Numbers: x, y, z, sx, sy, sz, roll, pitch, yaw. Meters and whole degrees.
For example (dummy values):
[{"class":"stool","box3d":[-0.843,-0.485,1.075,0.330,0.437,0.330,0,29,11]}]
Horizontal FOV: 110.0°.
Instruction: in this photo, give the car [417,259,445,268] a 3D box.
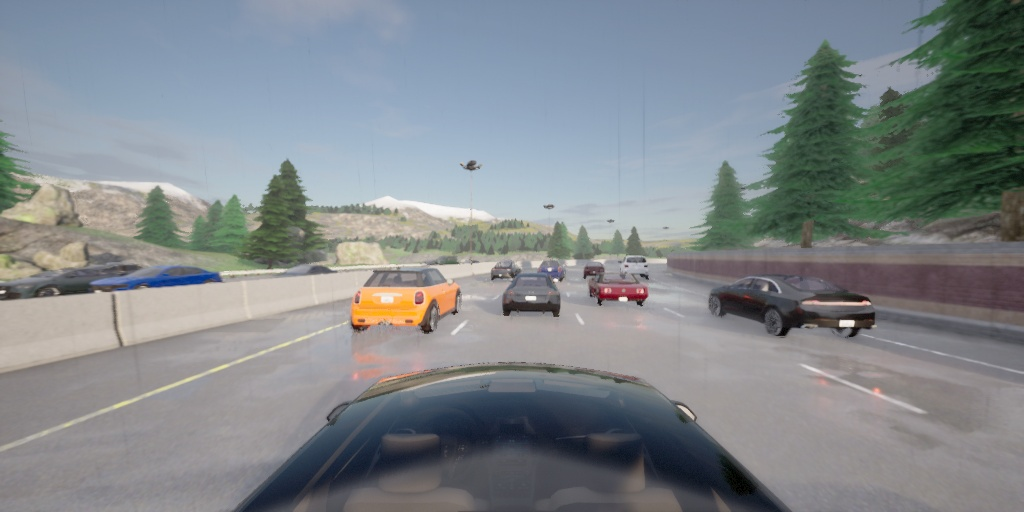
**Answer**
[{"class":"car","box3d":[-13.391,1.226,59.819,2.128,1.511,4.902,0,0,22]}]

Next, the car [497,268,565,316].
[{"class":"car","box3d":[0.783,1.321,13.485,1.994,1.385,4.181,0,0,5]}]

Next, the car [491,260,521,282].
[{"class":"car","box3d":[-0.399,1.252,29.355,2.128,1.511,4.902,0,0,11]}]

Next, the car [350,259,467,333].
[{"class":"car","box3d":[-2.943,1.097,10.960,2.097,1.767,4.553,0,0,4]}]

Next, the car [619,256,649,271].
[{"class":"car","box3d":[11.126,1.017,32.801,2.150,2.045,5.566,0,0,14]}]

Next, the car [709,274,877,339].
[{"class":"car","box3d":[7.513,1.267,10.294,2.128,1.511,4.902,0,0,4]}]

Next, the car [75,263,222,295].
[{"class":"car","box3d":[-16.639,1.185,17.115,1.882,1.535,5.008,0,0,6]}]

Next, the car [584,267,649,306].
[{"class":"car","box3d":[4.511,1.370,15.961,1.895,1.301,4.718,0,0,6]}]

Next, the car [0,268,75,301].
[{"class":"car","box3d":[-20.223,1.261,16.355,1.994,1.385,4.181,0,0,6]}]

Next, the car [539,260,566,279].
[{"class":"car","box3d":[3.435,1.124,30.482,2.097,1.767,4.553,0,0,12]}]

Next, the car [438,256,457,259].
[{"class":"car","box3d":[-10.642,0.961,57.212,2.150,2.045,5.566,0,0,21]}]

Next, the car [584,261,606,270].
[{"class":"car","box3d":[7.786,1.263,33.769,1.882,1.535,5.008,0,0,14]}]

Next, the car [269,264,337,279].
[{"class":"car","box3d":[-12.530,1.247,21.853,1.812,1.442,4.674,0,0,8]}]

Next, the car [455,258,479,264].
[{"class":"car","box3d":[-6.816,1.278,57.463,1.812,1.442,4.674,0,0,22]}]
